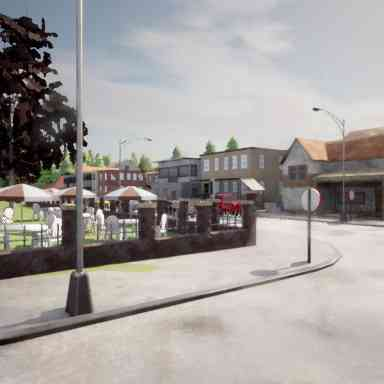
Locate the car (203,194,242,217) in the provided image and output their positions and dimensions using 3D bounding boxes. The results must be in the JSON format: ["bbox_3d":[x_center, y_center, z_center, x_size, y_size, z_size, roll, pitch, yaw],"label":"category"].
[{"bbox_3d":[2.269,1.221,31.537,2.150,2.045,5.566,0,0,-35],"label":"car"}]

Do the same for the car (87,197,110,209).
[{"bbox_3d":[-12.806,1.478,45.632,1.882,1.535,5.008,0,0,-35],"label":"car"}]

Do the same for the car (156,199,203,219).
[{"bbox_3d":[-1.447,1.505,29.621,1.837,1.490,4.892,0,0,-35],"label":"car"}]

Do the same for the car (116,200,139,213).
[{"bbox_3d":[-6.809,1.526,37.156,1.812,1.442,4.674,0,0,-35],"label":"car"}]

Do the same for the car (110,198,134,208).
[{"bbox_3d":[-10.436,1.564,49.462,1.994,1.385,4.181,0,0,-35],"label":"car"}]
